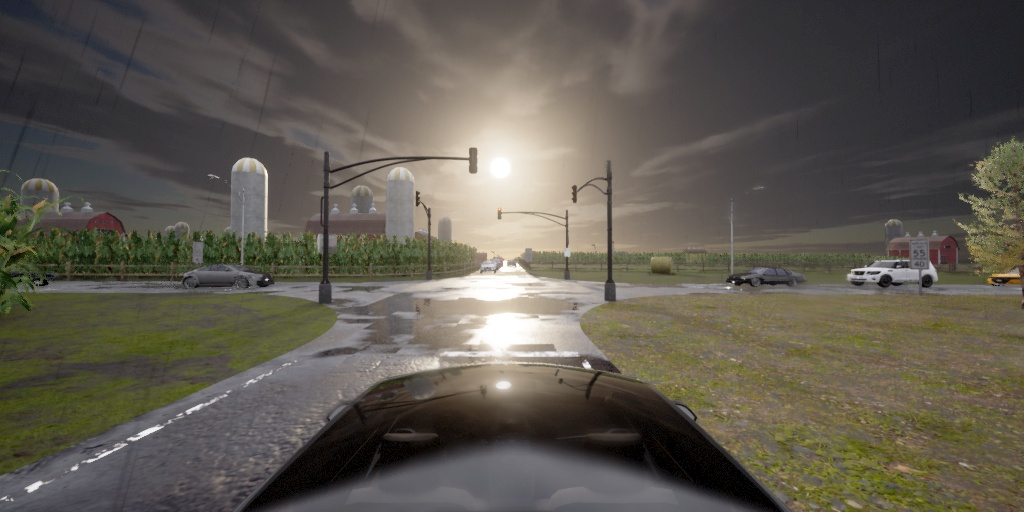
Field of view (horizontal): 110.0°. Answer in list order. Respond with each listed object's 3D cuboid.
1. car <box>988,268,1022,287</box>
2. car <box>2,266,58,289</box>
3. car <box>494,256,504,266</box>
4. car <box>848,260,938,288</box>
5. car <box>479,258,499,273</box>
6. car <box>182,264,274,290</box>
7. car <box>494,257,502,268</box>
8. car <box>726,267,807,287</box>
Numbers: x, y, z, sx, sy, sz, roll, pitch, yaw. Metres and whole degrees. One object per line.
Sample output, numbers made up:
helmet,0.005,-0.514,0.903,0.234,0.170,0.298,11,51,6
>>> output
car,40.135,1.658,27.906,5.008,1.535,1.882,1,-1,-5
car,-28.326,1.096,19.626,4.718,1.301,1.895,0,-1,-3
car,-2.904,1.295,62.584,1.882,1.535,5.008,0,0,0
car,28.655,1.291,27.050,5.566,2.045,2.150,1,-1,-4
car,-2.827,1.312,43.405,1.812,1.442,4.674,0,0,-1
car,-15.984,1.159,20.335,4.181,1.385,1.994,0,-1,-3
car,-2.883,1.325,52.563,1.812,1.442,4.674,0,0,0
car,18.670,1.525,26.339,5.357,1.411,2.033,1,-1,-8
